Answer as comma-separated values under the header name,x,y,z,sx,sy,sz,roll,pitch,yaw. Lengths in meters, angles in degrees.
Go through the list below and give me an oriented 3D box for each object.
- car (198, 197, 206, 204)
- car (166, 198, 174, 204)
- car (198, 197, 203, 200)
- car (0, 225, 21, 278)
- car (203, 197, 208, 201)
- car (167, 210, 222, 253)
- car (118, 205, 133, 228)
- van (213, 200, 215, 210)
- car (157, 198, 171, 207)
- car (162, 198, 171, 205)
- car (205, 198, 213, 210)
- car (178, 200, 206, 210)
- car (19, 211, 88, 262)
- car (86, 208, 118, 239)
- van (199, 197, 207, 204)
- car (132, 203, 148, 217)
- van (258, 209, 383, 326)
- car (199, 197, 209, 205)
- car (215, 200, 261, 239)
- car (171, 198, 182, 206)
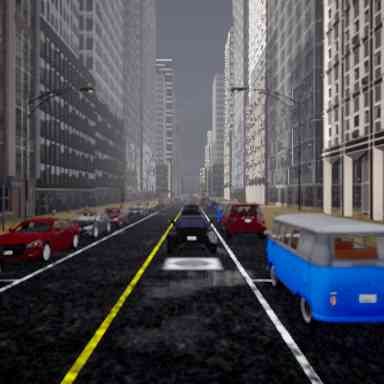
name,x,y,z,sx,sy,sz,roll,pitch,yaw
car,2.680,2.220,86.487,1.967,1.590,4.097,-1,-1,0
car,-5.700,2.346,86.486,1.947,1.339,4.313,-1,-1,0
car,2.679,1.943,69.438,2.192,1.841,5.009,-1,-1,0
car,-5.698,1.630,6.918,1.947,1.339,4.313,-1,-1,0
car,3.145,1.994,54.167,1.837,1.490,4.892,0,-1,0
car,0.004,1.695,14.292,1.994,1.385,4.181,0,0,0
car,-5.698,1.800,23.968,1.802,1.307,4.206,-1,-1,0
van,2.680,1.559,23.970,1.690,1.788,3.998,-1,-1,0
car,-5.700,2.017,63.753,1.967,1.590,4.097,-1,-1,0
car,-5.699,2.202,74.949,1.752,1.417,4.829,-1,-1,0
car,3.148,1.953,47.167,1.812,1.442,4.674,0,-1,0
car,0.004,1.775,29.290,1.837,1.490,4.892,0,0,0
car,-5.698,1.660,12.601,1.887,1.381,4.507,-1,-1,0
car,-5.699,1.718,18.285,2.008,1.369,4.403,-1,-1,0
van,2.679,2.070,80.804,1.690,1.788,3.998,-1,-1,0
car,-5.699,1.872,35.335,2.008,1.369,4.403,-1,-1,0
van,2.680,1.405,6.920,1.690,1.788,3.998,-1,-1,0
car,2.679,1.993,75.122,2.192,1.841,5.009,-1,-1,0
car,2.680,1.482,18.287,2.192,1.841,5.009,-1,-1,0
car,-3.002,2.000,71.658,2.097,1.767,4.553,0,-1,0
